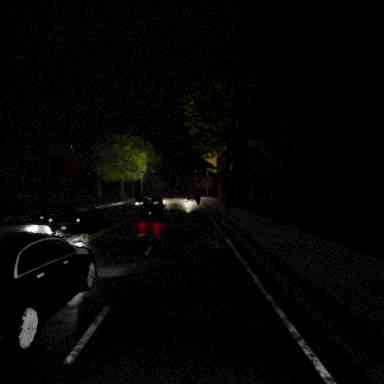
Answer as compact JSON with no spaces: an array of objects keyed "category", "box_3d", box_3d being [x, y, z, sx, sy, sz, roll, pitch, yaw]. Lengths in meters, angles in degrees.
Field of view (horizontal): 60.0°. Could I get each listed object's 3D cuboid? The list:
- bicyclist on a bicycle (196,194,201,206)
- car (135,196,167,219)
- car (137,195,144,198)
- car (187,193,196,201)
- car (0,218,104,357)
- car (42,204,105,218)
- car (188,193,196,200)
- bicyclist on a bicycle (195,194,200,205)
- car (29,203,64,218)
[{"category":"bicyclist on a bicycle","box_3d":[0.888,1.220,43.959,0.659,1.776,1.843,0,0,0]},{"category":"car","box_3d":[-3.154,1.396,27.707,2.128,1.511,4.902,0,0,0]},{"category":"car","box_3d":[-9.775,1.334,64.300,1.994,1.385,4.181,0,0,0]},{"category":"car","box_3d":[-0.009,1.270,71.508,1.812,1.442,4.674,0,0,0]},{"category":"car","box_3d":[-3.152,1.483,5.961,1.837,1.490,4.892,0,0,0]},{"category":"car","box_3d":[-6.600,1.533,19.344,1.895,1.301,4.718,0,0,0]},{"category":"car","box_3d":[-0.010,1.051,82.779,2.097,1.767,4.553,0,0,0]},{"category":"bicyclist on a bicycle","box_3d":[0.886,1.183,53.953,0.659,1.776,1.843,0,0,0]},{"category":"car","box_3d":[-9.850,1.482,23.760,1.994,1.385,4.181,0,0,0]}]
